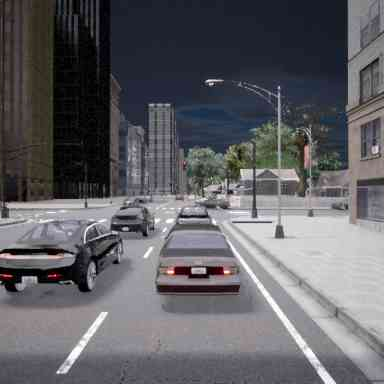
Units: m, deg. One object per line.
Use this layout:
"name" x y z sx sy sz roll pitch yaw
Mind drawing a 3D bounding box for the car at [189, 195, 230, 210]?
"car" 2.560 1.562 43.010 4.892 1.490 1.837 1 3 32

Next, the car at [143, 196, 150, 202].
"car" -9.761 1.595 63.152 1.895 1.301 4.718 0 0 1

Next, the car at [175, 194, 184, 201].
"car" -3.207 1.342 83.957 2.097 1.767 4.553 0 0 0

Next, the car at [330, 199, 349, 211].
"car" 19.535 1.554 40.723 4.892 1.490 1.837 0 -1 0

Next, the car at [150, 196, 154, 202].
"car" -9.713 1.517 73.264 1.812 1.442 4.674 0 0 0

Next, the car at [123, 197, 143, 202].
"car" -9.799 1.487 53.832 2.128 1.511 4.902 0 0 1

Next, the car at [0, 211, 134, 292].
"car" -3.147 1.492 8.889 2.128 1.511 4.902 0 0 0

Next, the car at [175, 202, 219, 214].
"car" 0.107 1.491 17.872 2.128 1.511 4.902 0 0 0

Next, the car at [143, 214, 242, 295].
"car" 0.095 1.545 8.818 2.033 1.411 5.357 0 0 -1

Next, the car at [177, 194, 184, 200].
"car" -3.202 1.311 93.991 1.882 1.535 5.008 0 0 0

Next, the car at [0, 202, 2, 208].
"car" -25.829 1.404 40.450 4.553 1.767 2.097 0 -1 -3

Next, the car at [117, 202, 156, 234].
"car" -3.141 1.504 18.149 1.837 1.490 4.892 0 0 0

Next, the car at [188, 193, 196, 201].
"car" 0.043 1.511 83.985 1.812 1.442 4.674 0 0 0
